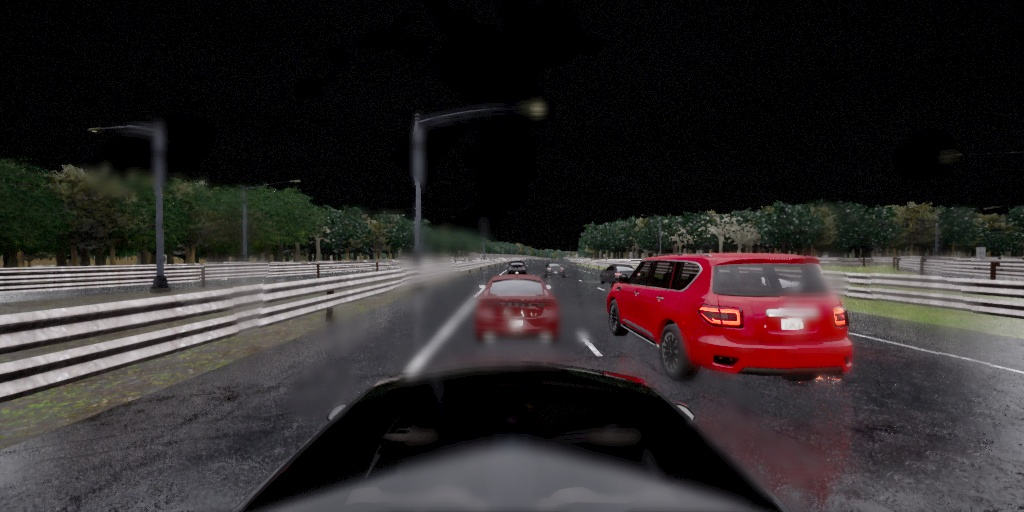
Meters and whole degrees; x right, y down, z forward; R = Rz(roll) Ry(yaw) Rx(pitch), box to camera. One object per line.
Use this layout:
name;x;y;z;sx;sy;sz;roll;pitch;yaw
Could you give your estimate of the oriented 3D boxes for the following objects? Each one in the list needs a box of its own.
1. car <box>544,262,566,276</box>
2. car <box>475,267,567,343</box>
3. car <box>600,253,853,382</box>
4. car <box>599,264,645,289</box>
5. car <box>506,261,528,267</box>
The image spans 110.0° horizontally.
car;3.993;1.279;33.897;1.812;1.442;4.674;0;0;2
car;0.120;1.227;9.720;1.882;1.535;5.008;0;0;0
car;3.608;0.971;7.282;2.150;2.045;5.566;0;0;0
car;7.231;1.277;24.102;1.812;1.442;4.674;0;0;1
car;0.515;1.257;34.688;1.837;1.490;4.892;0;0;1
